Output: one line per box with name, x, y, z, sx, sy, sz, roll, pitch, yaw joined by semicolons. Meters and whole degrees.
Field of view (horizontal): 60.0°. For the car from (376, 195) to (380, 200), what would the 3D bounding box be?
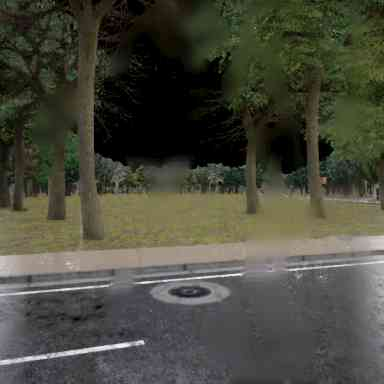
car;45.429;1.256;79.962;1.994;1.385;4.181;0;0;5
